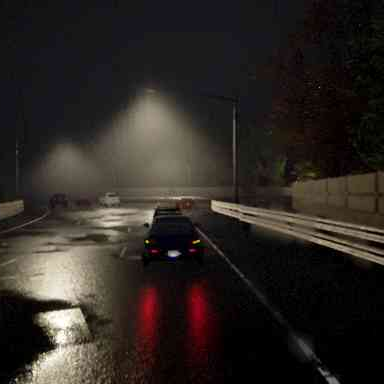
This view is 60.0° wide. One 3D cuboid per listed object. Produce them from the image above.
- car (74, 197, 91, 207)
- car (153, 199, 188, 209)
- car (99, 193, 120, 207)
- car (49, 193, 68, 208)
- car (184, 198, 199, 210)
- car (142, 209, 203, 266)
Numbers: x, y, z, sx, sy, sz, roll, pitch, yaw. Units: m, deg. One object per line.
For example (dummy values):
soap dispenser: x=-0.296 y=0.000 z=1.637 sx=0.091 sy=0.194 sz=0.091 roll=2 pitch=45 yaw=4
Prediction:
car: x=-17.111 y=1.479 z=51.775 sx=1.882 sy=1.535 sz=5.008 roll=0 pitch=0 yaw=-28
car: x=-1.635 y=1.472 z=22.879 sx=2.128 sy=1.511 sz=4.902 roll=0 pitch=0 yaw=-4
car: x=-12.664 y=1.209 z=50.878 sx=2.150 sy=2.045 sz=5.566 roll=0 pitch=0 yaw=-27
car: x=-20.173 y=1.235 z=50.162 sx=2.150 sy=2.045 sz=5.566 roll=0 pitch=0 yaw=-28
car: x=-0.559 y=1.484 z=39.358 sx=1.812 sy=1.442 sz=4.674 roll=0 pitch=0 yaw=15
car: x=-0.684 y=1.515 z=11.383 sx=1.812 sy=1.442 sz=4.674 roll=0 pitch=0 yaw=-4
